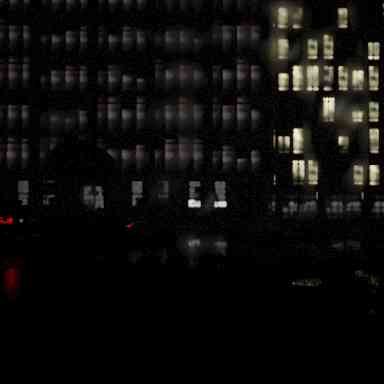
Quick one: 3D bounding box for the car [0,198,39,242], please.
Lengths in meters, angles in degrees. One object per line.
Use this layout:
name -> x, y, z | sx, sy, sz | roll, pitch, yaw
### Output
car -> -10.148, 1.252, 14.584 | 5.566, 2.045, 2.150 | 2, -1, 0

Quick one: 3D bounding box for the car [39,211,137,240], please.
car -> -5.697, 1.728, 17.815 | 5.357, 1.411, 2.033 | 1, -1, 0
